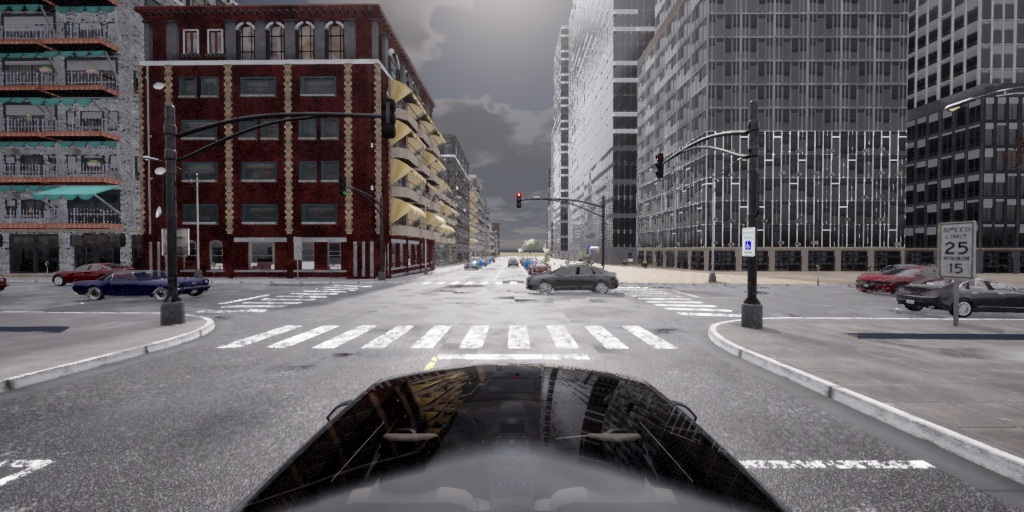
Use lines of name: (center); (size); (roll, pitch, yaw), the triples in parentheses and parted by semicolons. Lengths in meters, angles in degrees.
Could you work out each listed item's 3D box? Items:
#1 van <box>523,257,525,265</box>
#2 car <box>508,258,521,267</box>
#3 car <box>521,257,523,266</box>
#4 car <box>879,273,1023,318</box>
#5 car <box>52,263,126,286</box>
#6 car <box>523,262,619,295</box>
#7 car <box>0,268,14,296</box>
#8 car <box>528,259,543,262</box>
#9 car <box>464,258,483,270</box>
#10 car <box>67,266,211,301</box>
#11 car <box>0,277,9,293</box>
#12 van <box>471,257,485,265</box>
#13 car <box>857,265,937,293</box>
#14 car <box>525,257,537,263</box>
van: (2.765, 1.042, 50.352); (1.690, 1.789, 3.998); (0, 0, 0)
car: (0.238, 1.279, 64.056); (1.895, 1.301, 4.718); (0, 0, 0)
car: (2.777, 1.238, 55.998); (1.888, 1.381, 4.507); (0, 0, 0)
car: (16.740, 1.445, 13.076); (4.403, 1.370, 2.007); (0, 0, 1)
car: (-25.811, 1.109, 22.368); (4.507, 1.381, 1.888); (0, 0, 1)
car: (3.192, 1.244, 19.216); (4.892, 1.490, 1.837); (0, 0, 1)
car: (-26.522, 1.254, 16.475); (4.718, 1.301, 1.895); (0, 1, 1)
car: (2.727, 1.270, 33.414); (1.888, 1.381, 4.507); (0, 0, 0)
car: (-5.584, 1.267, 50.337); (1.948, 1.339, 4.313); (0, 0, 0)
car: (-16.643, 1.299, 16.315); (4.718, 1.301, 1.895); (0, 1, 1)
car: (-22.597, 1.259, 13.704); (4.507, 1.381, 1.888); (0, 0, 1)
van: (-5.572, 1.033, 55.983); (1.690, 1.789, 3.998); (0, 0, 0)
car: (21.211, 1.299, 18.912); (5.008, 1.535, 1.882); (0, 1, 1)
car: (2.739, 1.157, 39.060); (1.967, 1.591, 4.097); (0, 0, 0)
